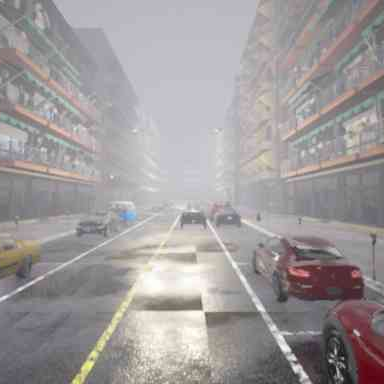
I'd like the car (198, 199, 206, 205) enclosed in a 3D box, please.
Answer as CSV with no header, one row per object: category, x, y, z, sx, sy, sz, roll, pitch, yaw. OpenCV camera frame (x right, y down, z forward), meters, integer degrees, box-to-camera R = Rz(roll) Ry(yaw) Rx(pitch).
car,2.573,2.600,86.025,1.802,1.307,4.206,1,-1,0

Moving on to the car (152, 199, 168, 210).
car,-5.305,2.125,52.446,1.752,1.417,4.829,1,-1,0

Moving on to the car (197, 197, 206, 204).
car,2.576,2.408,91.594,2.192,1.841,5.009,1,-1,0

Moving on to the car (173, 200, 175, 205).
car,-5.305,2.314,74.872,1.967,1.590,4.097,1,-1,0

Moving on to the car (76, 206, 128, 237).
car,-5.305,1.765,19.233,2.008,1.369,4.403,1,-1,0

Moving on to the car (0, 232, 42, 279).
car,-5.304,1.612,7.935,1.752,1.417,4.829,1,-1,0

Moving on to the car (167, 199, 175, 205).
car,-5.306,2.541,85.827,1.752,1.417,4.829,1,-1,0

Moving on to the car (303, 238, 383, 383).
car,2.577,1.469,2.579,1.967,1.590,4.097,1,-1,0

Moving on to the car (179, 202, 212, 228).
car,0.100,1.769,24.562,2.128,1.511,4.902,0,0,0

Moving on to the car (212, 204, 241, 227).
car,2.575,1.845,24.828,1.947,1.339,4.313,1,-1,0

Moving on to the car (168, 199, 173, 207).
car,-5.306,2.301,63.742,1.947,1.339,4.313,1,-1,0

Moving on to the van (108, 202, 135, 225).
van,-5.302,1.619,24.799,1.690,1.788,3.998,1,-1,0

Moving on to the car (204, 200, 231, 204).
car,2.578,1.658,30.395,2.192,1.841,5.009,1,-1,0

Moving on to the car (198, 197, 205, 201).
car,2.574,2.332,69.507,1.752,1.417,4.829,1,-1,0

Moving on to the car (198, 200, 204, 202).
car,0.099,2.035,41.490,1.994,1.385,4.181,0,-1,0

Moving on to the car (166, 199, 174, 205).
car,-5.306,2.468,80.263,1.752,1.417,4.829,1,-1,0

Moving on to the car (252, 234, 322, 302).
car,2.575,1.671,8.138,1.802,1.307,4.206,1,-1,0
